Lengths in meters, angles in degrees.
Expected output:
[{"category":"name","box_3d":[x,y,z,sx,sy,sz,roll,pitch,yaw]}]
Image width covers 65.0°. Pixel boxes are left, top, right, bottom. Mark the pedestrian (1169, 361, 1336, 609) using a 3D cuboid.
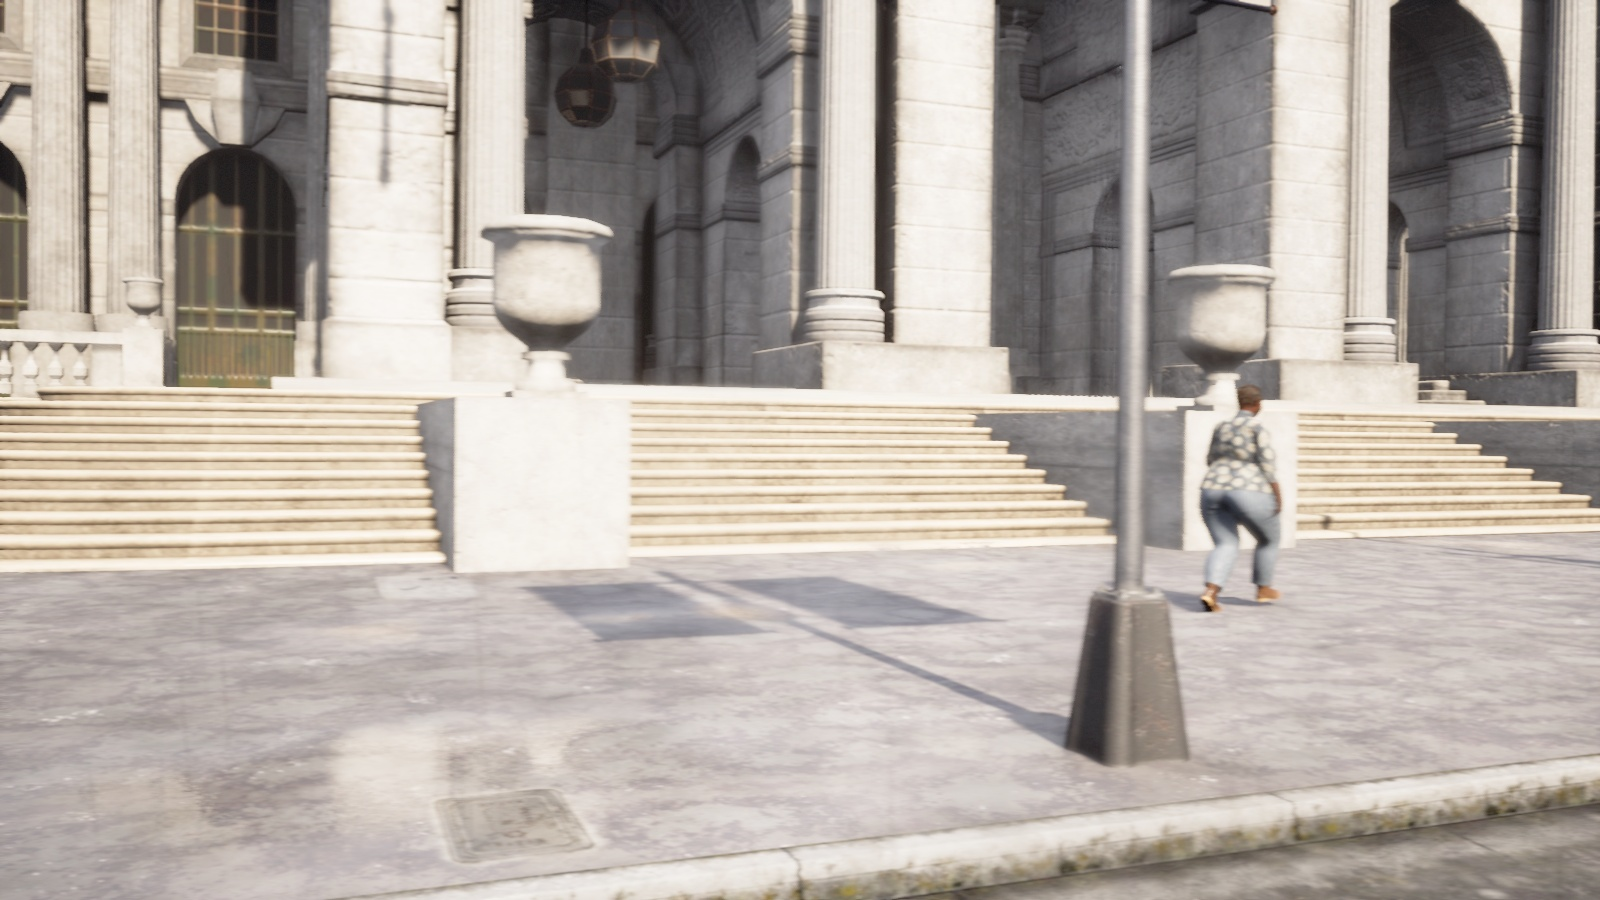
[{"category":"pedestrian","box_3d":[3.599,0.253,10.008,0.900,1.855,0.874,-1,1,-34]}]
